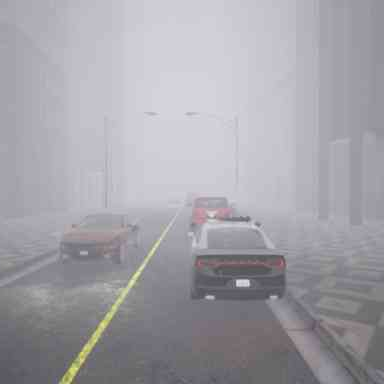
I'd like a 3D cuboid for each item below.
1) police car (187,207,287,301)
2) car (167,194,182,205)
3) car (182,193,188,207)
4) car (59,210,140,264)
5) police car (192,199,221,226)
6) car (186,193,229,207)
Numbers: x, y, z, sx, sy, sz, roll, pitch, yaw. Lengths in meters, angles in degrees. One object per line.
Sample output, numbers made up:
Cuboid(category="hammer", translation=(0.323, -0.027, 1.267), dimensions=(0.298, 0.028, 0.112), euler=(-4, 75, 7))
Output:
Cuboid(category="police car", translation=(0.914, 1.417, 8.516), dimensions=(1.930, 1.638, 5.238), euler=(0, 0, 0))
Cuboid(category="car", translation=(-2.979, 1.423, 55.617), dimensions=(1.994, 1.385, 4.181), euler=(0, 0, 0))
Cuboid(category="car", translation=(0.122, 1.107, 48.286), dimensions=(2.150, 2.045, 5.566), euler=(0, 0, 1))
Cuboid(category="car", translation=(-3.079, 1.464, 11.967), dimensions=(1.882, 1.535, 5.008), euler=(0, 0, 0))
Cuboid(category="police car", translation=(0.944, 1.383, 24.514), dimensions=(1.930, 1.638, 5.238), euler=(0, 0, 0))
Cuboid(category="car", translation=(0.932, 1.199, 18.434), dimensions=(2.150, 2.045, 5.566), euler=(0, 0, 0))
